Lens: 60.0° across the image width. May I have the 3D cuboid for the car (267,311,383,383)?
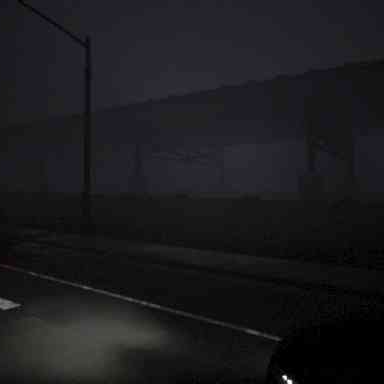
[{"bbox_3d":[2.865,1.489,1.948,4.902,1.511,2.128,0,0,35],"label":"car"}]
